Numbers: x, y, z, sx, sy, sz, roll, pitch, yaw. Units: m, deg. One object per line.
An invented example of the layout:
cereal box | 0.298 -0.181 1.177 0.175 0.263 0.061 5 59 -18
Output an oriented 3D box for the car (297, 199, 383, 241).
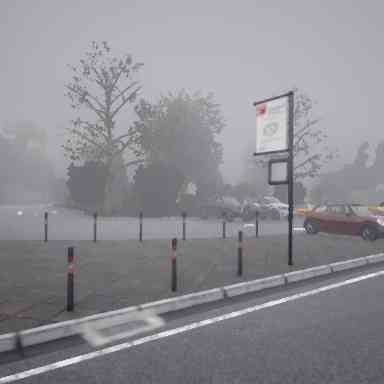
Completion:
car | 8.098 1.397 16.977 2.185 1.767 4.553 2 -1 -36

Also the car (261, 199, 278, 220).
car | 4.817 1.636 29.712 2.231 1.521 4.892 2 -1 -36

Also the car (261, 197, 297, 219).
car | 7.094 1.453 31.340 2.435 2.045 5.566 2 -1 -36

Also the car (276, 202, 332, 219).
car | 11.601 1.874 34.848 1.946 1.575 5.366 2 -1 -36

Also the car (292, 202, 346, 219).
car | 13.760 1.964 36.401 1.946 1.575 5.366 3 -1 -36

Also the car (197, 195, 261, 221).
car | 2.677 1.321 28.129 2.435 2.045 5.566 2 -1 -36

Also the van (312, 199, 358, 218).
van | 16.209 1.843 37.792 1.878 1.987 4.442 3 -1 -36
